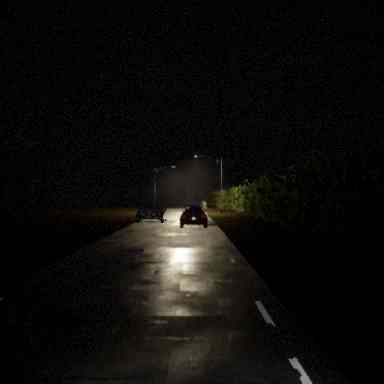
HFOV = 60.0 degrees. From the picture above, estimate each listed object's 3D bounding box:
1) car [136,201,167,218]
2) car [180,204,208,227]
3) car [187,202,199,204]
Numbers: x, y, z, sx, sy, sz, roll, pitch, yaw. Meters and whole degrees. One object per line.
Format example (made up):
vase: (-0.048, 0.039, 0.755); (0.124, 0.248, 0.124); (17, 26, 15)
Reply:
car: (-2.736, 1.368, 23.177); (1.812, 1.442, 4.674); (0, -1, 0)
car: (0.116, 1.818, 24.791); (1.994, 1.385, 4.181); (0, -1, 0)
car: (0.125, 2.027, 41.793); (1.882, 1.535, 5.008); (0, -1, 0)
